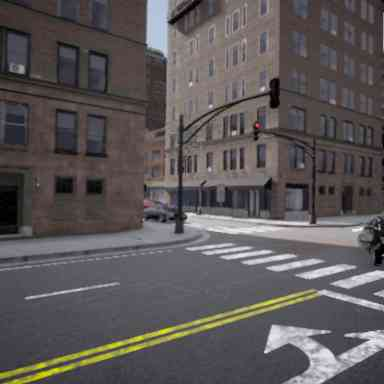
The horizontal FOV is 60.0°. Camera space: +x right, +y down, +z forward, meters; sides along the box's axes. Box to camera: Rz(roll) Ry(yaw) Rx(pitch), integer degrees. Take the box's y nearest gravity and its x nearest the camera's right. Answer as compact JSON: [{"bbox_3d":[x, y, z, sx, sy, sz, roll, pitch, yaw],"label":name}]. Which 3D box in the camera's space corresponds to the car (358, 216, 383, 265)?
[{"bbox_3d":[7.074,1.561,11.505,2.128,1.511,4.902,1,0,21],"label":"car"}]

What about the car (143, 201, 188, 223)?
[{"bbox_3d":[-2.100,1.608,25.785,1.994,1.385,4.181,2,-1,-36],"label":"car"}]
